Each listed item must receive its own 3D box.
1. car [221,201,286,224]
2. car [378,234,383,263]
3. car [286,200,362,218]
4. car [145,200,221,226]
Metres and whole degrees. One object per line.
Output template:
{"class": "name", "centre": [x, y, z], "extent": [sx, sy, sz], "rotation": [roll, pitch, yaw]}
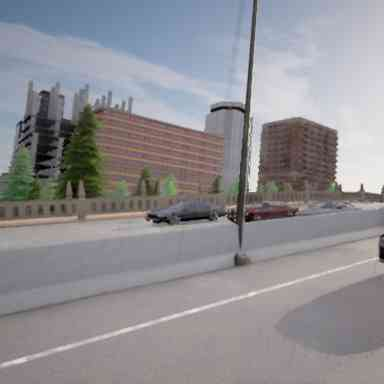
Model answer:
{"class": "car", "centre": [4.330, 1.216, 19.979], "extent": [4.718, 1.301, 1.895], "rotation": [-2, 1, -35]}
{"class": "car", "centre": [6.646, 1.230, 8.488], "extent": [4.902, 1.511, 2.128], "rotation": [-2, 1, -36]}
{"class": "car", "centre": [7.362, 1.147, 17.842], "extent": [4.181, 1.385, 1.994], "rotation": [-2, 1, -35]}
{"class": "car", "centre": [-0.231, 1.242, 21.025], "extent": [5.357, 1.411, 2.033], "rotation": [-2, 1, -35]}
